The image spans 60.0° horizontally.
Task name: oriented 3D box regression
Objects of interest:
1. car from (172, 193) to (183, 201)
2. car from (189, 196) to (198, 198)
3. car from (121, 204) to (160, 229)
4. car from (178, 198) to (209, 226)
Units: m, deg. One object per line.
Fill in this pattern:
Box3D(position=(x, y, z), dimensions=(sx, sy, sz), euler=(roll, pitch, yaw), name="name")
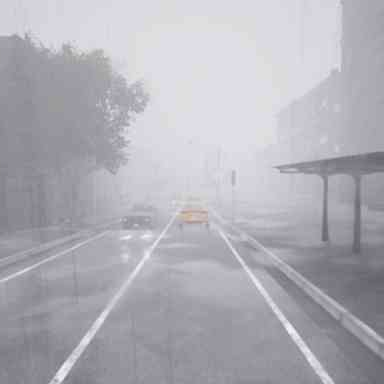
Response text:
Box3D(position=(-2.754, 0.952, 63.581), dimensions=(1.994, 1.385, 4.181), euler=(0, 1, 1), name="car")
Box3D(position=(0.217, 1.243, 42.640), dimensions=(1.994, 1.385, 4.181), euler=(0, 1, 0), name="car")
Box3D(position=(-3.183, 1.477, 21.603), dimensions=(2.033, 1.411, 5.357), euler=(0, 0, 0), name="car")
Box3D(position=(0.130, 1.400, 22.495), dimensions=(1.882, 1.535, 5.008), euler=(0, 0, 0), name="car")
